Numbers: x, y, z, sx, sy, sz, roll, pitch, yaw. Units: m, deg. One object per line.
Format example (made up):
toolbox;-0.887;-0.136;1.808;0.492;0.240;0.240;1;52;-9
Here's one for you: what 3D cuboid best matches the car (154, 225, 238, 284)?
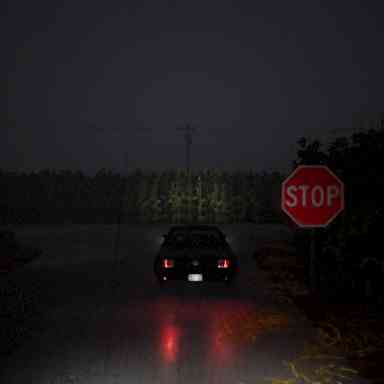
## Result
car;0.078;1.608;9.574;1.895;1.301;4.718;0;0;0
